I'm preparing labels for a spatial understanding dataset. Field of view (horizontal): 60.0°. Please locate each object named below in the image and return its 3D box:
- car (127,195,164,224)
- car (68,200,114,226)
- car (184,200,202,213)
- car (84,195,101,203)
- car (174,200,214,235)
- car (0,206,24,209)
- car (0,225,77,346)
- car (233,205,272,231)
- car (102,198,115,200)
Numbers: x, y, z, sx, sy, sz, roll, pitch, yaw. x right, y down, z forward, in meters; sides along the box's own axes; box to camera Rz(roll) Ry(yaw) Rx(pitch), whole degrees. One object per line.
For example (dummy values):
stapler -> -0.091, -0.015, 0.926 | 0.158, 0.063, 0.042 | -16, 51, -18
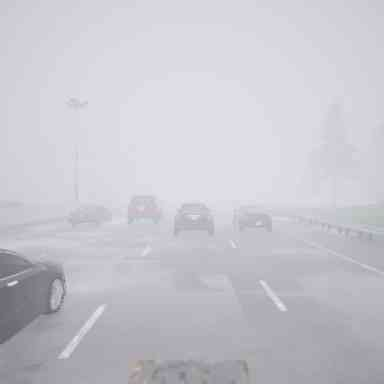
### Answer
car -> -3.394, 1.217, 25.017 | 2.150, 2.045, 5.566 | 0, 0, 0
car -> -6.895, 1.543, 23.183 | 2.033, 1.411, 5.357 | 0, 0, 0
car -> 0.103, 1.591, 37.964 | 1.895, 1.301, 4.718 | 0, 0, 0
car -> -20.988, 1.510, 70.227 | 2.128, 1.511, 4.902 | 0, 0, 0
car -> 0.103, 1.348, 19.016 | 2.097, 1.767, 4.553 | 0, 0, 0
car -> -17.588, 1.486, 31.297 | 2.128, 1.511, 4.902 | 0, 0, 0
car -> -3.399, 1.504, 4.657 | 1.837, 1.490, 4.892 | 0, 0, 0
car -> 3.605, 1.521, 20.302 | 1.812, 1.442, 4.674 | 0, 0, 0
car -> -17.488, 1.340, 70.257 | 2.097, 1.767, 4.553 | 0, 0, 0
